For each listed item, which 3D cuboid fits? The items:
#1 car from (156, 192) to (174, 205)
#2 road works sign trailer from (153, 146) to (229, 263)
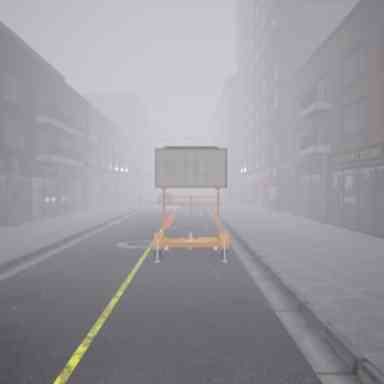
[{"bbox_3d":[-3.231,0.812,41.008,1.837,1.490,4.892,0,1,0],"label":"car"},{"bbox_3d":[-0.030,0.270,11.185,2.380,3.560,2.880,0,1,0],"label":"road works sign trailer"}]
